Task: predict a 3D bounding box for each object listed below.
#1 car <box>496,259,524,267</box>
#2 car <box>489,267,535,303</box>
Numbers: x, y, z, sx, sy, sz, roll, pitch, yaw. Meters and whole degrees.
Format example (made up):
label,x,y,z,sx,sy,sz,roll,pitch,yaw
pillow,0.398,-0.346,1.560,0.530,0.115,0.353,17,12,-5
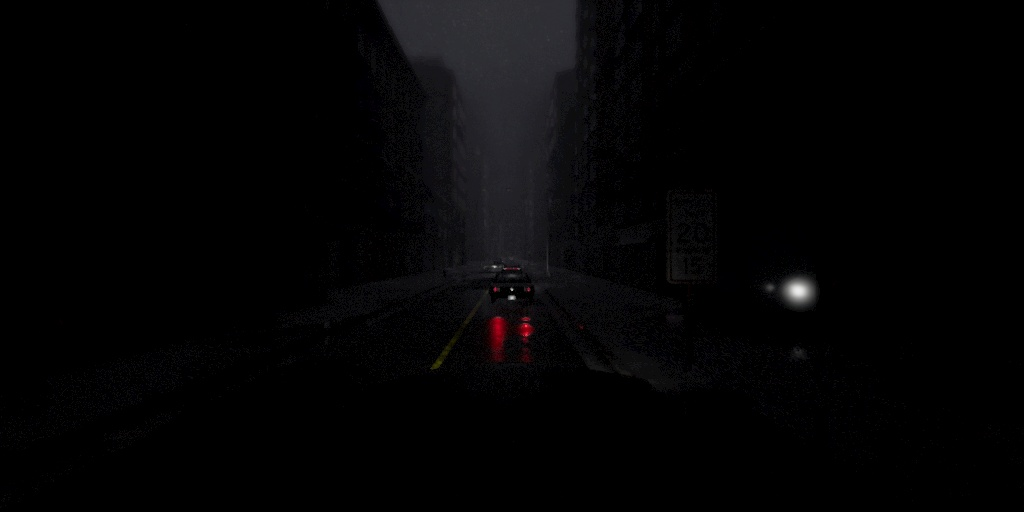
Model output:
label,x,y,z,sx,sy,sz,roll,pitch,yaw
car,0.000,1.247,31.500,2.128,1.511,4.902,0,0,0
car,0.000,1.367,16.530,1.895,1.301,4.718,0,0,0
